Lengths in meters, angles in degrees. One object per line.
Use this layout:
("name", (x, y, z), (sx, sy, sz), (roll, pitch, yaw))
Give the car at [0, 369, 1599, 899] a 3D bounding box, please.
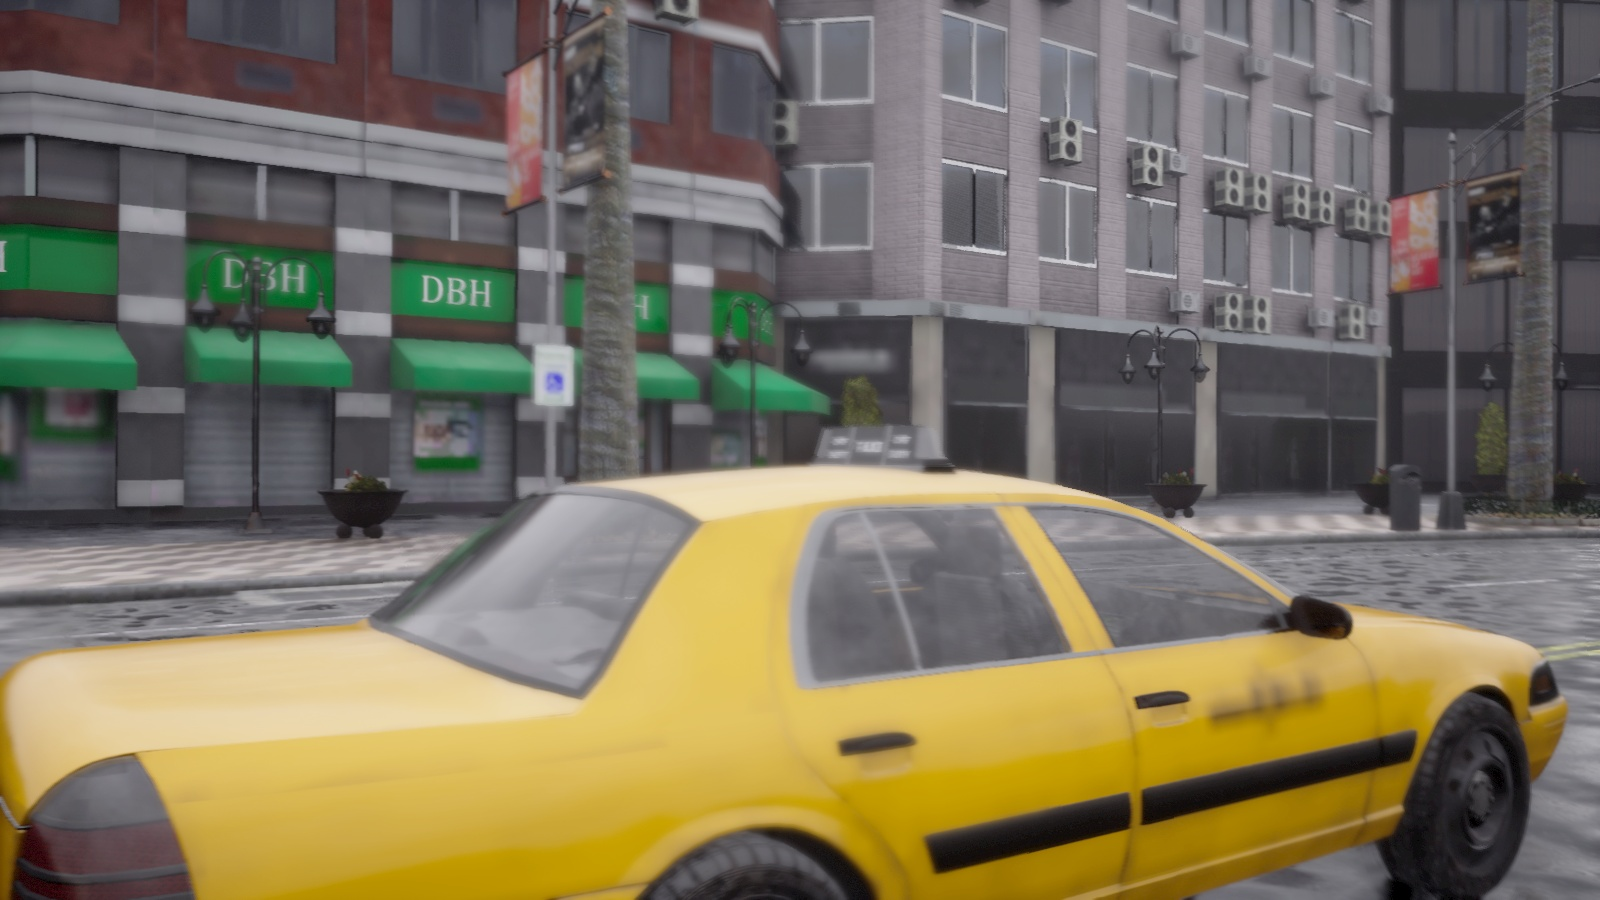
("car", (0.330, 0.695, 3.904), (5.366, 1.575, 1.801), (1, -1, -35))
